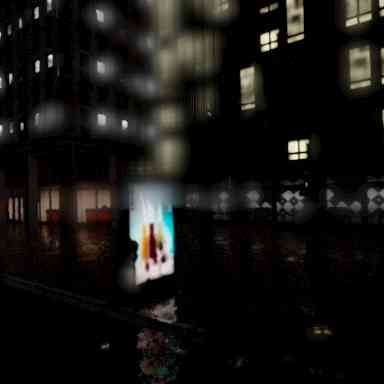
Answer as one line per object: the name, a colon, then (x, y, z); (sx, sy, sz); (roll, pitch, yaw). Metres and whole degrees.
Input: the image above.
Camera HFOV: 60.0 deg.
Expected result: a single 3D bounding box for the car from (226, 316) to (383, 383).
car: (2.412, 1.302, 1.179); (5.009, 1.841, 2.192); (-1, -1, 35)
